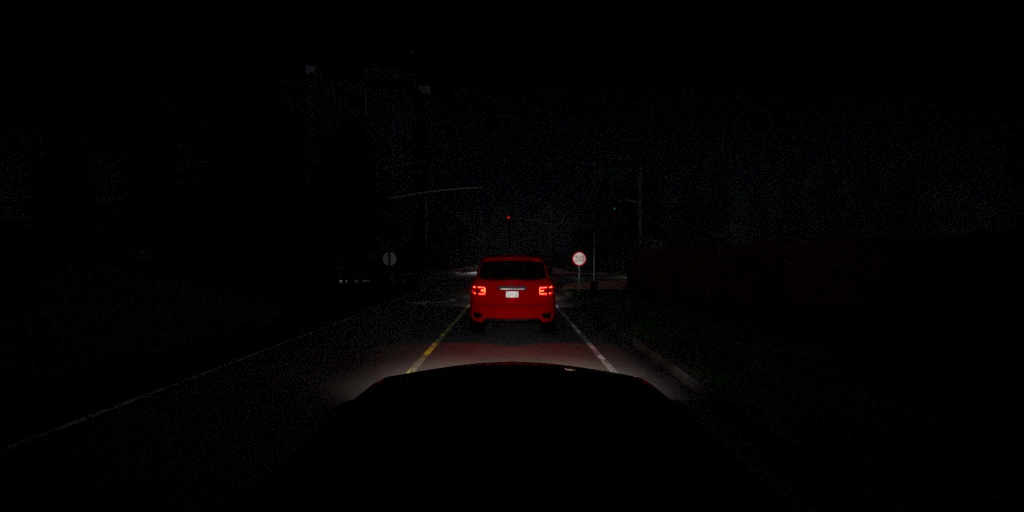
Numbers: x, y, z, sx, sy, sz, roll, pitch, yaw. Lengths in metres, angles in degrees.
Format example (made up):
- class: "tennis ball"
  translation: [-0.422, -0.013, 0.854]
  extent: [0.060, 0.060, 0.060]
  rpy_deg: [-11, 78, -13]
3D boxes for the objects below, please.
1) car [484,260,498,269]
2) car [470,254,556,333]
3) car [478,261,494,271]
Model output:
- class: "car"
  translation: [-3.492, 1.327, 60.712]
  extent: [2.033, 1.411, 5.357]
  rpy_deg: [0, 0, 0]
- class: "car"
  translation: [0.055, 0.976, 10.904]
  extent: [2.150, 2.045, 5.566]
  rpy_deg: [0, 0, 1]
- class: "car"
  translation: [-3.529, 1.375, 50.076]
  extent: [1.895, 1.301, 4.718]
  rpy_deg: [0, 0, 0]
